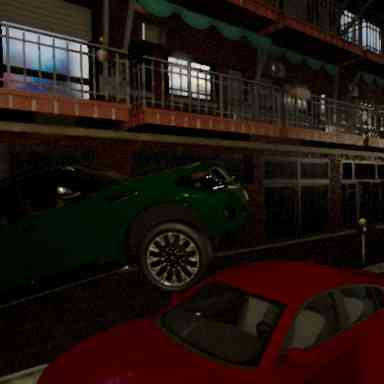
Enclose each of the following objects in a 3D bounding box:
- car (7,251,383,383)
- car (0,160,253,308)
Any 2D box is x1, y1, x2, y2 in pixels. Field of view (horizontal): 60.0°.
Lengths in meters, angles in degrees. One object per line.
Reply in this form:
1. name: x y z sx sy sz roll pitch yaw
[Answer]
1. car: 0.797 1.488 3.452 4.507 1.381 1.887 -1 1 -35
2. car: -1.894 0.630 5.273 5.566 2.045 2.150 -20 0 11
